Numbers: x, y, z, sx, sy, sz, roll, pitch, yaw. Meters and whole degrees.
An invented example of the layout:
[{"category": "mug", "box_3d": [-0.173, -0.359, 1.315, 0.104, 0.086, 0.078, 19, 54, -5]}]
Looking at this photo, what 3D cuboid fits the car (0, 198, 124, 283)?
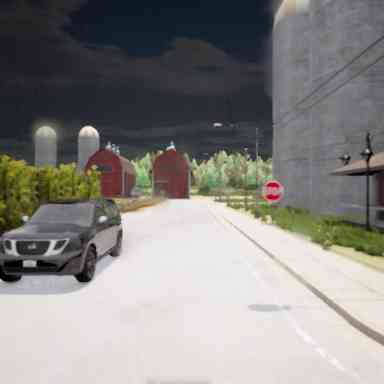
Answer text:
[{"category": "car", "box_3d": [-3.576, 1.235, 10.120, 2.150, 2.045, 5.566, 0, 0, 0]}]
